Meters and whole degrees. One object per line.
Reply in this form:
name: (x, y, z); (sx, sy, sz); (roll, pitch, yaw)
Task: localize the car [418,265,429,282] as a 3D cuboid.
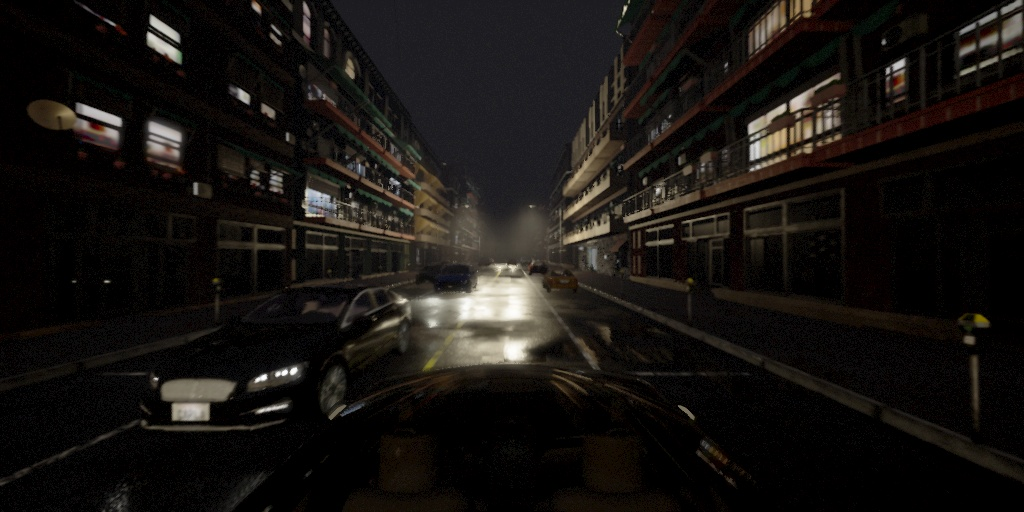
car: (-5.694, 1.308, 26.204); (1.948, 1.339, 4.313); (0, 0, 0)

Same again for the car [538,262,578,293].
car: (2.687, 1.269, 20.710); (1.751, 1.417, 4.829); (0, 0, 0)

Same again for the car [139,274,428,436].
car: (-3.087, 1.239, 5.905); (2.128, 1.511, 4.902); (0, 0, 0)

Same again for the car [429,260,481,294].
car: (-3.086, 1.221, 20.406); (1.882, 1.535, 5.008); (0, 1, 0)

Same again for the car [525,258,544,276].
car: (2.684, 1.188, 37.532); (1.967, 1.591, 4.097); (0, 0, 0)
